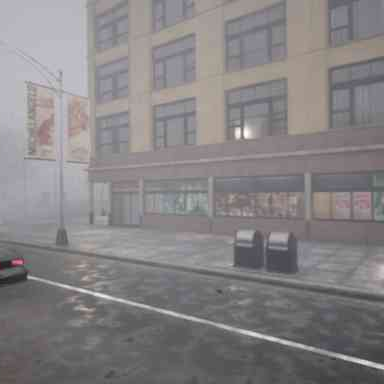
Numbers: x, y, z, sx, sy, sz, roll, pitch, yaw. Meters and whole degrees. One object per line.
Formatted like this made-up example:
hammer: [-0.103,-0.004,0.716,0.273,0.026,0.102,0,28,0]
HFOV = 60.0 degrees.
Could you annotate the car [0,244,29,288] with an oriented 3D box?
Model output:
car: [-6.293,1.667,8.417,5.357,1.411,2.033,-1,0,35]
